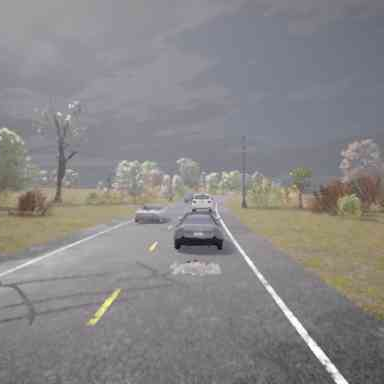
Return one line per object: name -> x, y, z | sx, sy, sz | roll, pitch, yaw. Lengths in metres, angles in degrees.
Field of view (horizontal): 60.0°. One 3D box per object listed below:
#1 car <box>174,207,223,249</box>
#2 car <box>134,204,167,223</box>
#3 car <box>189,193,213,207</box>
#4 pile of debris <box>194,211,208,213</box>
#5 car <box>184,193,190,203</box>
car -> 0.294, 1.567, 14.650 | 1.994, 1.385, 4.181 | 0, 0, 1
car -> -3.087, 1.601, 25.347 | 1.895, 1.301, 4.718 | 0, 0, 2
car -> 1.194, 1.219, 37.849 | 2.150, 2.045, 5.566 | 0, 0, 3
pile of debris -> 0.963, 2.174, 35.761 | 1.500, 0.140, 1.860 | 0, 0, 3
car -> -0.264, 1.208, 66.540 | 2.150, 2.045, 5.566 | 0, 0, 5
